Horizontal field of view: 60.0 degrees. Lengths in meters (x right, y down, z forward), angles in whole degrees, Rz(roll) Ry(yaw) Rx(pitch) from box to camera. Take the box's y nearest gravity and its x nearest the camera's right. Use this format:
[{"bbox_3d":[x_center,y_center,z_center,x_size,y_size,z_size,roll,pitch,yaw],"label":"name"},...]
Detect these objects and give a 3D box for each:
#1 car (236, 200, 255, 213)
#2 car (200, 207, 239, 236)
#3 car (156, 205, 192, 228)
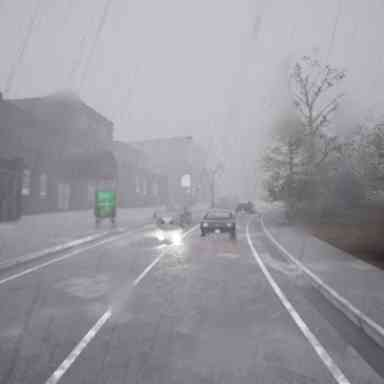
[{"bbox_3d":[6.613,1.791,41.253,1.837,1.490,4.892,-2,-1,17],"label":"car"},{"bbox_3d":[1.627,1.754,19.412,1.895,1.301,4.718,-1,-1,8],"label":"car"},{"bbox_3d":[-1.239,1.732,24.627,2.128,1.511,4.902,-1,-1,10],"label":"car"}]
